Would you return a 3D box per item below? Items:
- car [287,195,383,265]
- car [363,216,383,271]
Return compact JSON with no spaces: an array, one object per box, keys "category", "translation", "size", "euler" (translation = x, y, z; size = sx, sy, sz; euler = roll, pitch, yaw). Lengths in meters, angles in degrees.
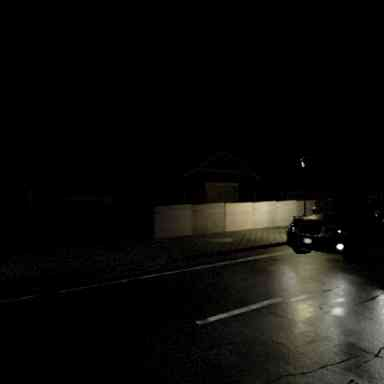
[{"category":"car","translation":[5.804,1.135,11.777],"size":[5.566,2.045,2.150],"euler":[0,0,-35]},{"category":"car","translation":[6.757,1.412,8.470],"size":[4.902,1.511,2.128],"euler":[0,0,-35]}]
